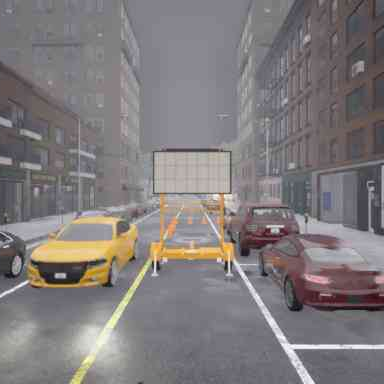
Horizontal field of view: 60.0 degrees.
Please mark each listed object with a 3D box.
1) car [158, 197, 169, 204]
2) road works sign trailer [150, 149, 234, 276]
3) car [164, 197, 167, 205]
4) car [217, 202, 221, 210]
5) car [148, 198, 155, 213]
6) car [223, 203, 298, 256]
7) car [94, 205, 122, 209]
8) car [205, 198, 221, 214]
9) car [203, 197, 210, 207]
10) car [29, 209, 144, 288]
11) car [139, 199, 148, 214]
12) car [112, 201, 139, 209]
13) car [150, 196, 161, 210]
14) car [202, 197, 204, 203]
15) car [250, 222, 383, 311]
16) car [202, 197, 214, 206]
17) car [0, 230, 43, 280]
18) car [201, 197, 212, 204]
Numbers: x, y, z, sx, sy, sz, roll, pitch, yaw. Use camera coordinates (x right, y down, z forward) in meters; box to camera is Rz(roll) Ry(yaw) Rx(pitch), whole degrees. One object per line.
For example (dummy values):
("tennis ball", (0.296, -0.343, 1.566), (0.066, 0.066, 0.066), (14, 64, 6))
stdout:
("car", (-5.349, 1.601, 62.620), (1.802, 1.307, 4.206), (0, 0, 0))
("road works sign trailer", (0.006, 0.464, 10.321), (2.380, 3.560, 2.880), (0, 0, 0))
("car", (-5.356, 1.535, 51.412), (1.752, 1.417, 4.829), (0, 0, 0))
("car", (2.644, 1.525, 18.639), (1.752, 1.417, 4.829), (0, 0, 0))
("car", (-5.366, 1.567, 35.026), (1.947, 1.339, 4.313), (0, 0, 0))
("car", (2.645, 1.315, 12.952), (2.192, 1.841, 5.009), (0, 0, 0))
("car", (-5.377, 1.582, 18.470), (1.802, 1.307, 4.206), (0, 0, 0))
("car", (2.659, 1.583, 35.025), (1.802, 1.307, 4.206), (0, 0, 0))
("car", (2.662, 1.584, 40.543), (1.802, 1.307, 4.206), (0, 0, 0))
("car", (-2.745, 1.478, 9.445), (1.882, 1.535, 5.008), (0, 0, 0))
("car", (-5.370, 1.545, 29.508), (1.887, 1.381, 4.507), (0, 0, 0))
("car", (-5.373, 1.551, 23.989), (2.008, 1.369, 4.403), (0, 0, 0))
("car", (-5.363, 1.553, 40.545), (2.008, 1.369, 4.403), (0, 0, 0))
("car", (2.665, 1.531, 46.232), (1.752, 1.417, 4.829), (0, 0, 0))
("car", (2.641, 1.582, 7.434), (1.802, 1.307, 4.206), (0, 0, 0))
("car", (2.672, 1.596, 57.098), (1.802, 1.307, 4.206), (0, 0, 0))
("car", (-5.384, 1.551, 7.432), (2.008, 1.369, 4.403), (0, 0, 0))
("car", (2.676, 1.585, 62.617), (1.947, 1.339, 4.313), (0, 0, 0))
